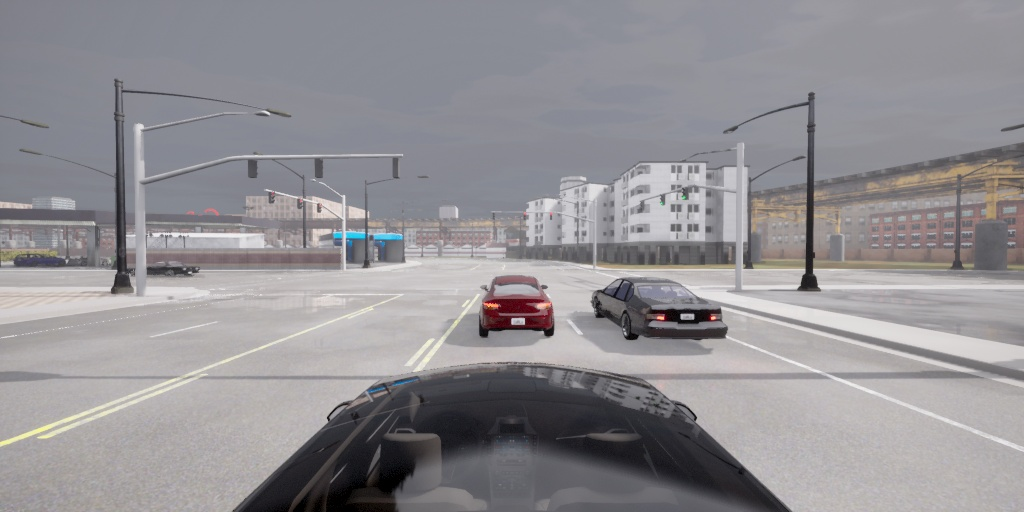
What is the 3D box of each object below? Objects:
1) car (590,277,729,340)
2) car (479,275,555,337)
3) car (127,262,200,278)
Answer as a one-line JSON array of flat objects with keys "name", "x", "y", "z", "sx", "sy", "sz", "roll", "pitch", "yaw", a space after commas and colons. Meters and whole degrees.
[{"name": "car", "x": 3.588, "y": 1.282, "z": 9.852, "sx": 2.033, "sy": 1.411, "sz": 5.357, "roll": 0, "pitch": 0, "yaw": 0}, {"name": "car", "x": 0.077, "y": 1.256, "z": 10.139, "sx": 1.812, "sy": 1.442, "sz": 4.674, "roll": 0, "pitch": 0, "yaw": -1}, {"name": "car", "x": -29.600, "y": 1.132, "z": 30.440, "sx": 4.718, "sy": 1.301, "sz": 1.895, "roll": 0, "pitch": 1, "yaw": -1}]
